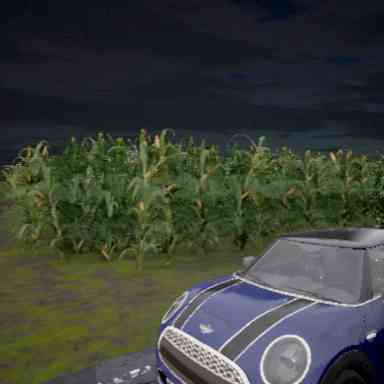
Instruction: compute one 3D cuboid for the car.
[{"bbox_3d":[1.791,1.321,4.369,4.553,1.767,2.097,-1,0,-36],"label":"car"}]
